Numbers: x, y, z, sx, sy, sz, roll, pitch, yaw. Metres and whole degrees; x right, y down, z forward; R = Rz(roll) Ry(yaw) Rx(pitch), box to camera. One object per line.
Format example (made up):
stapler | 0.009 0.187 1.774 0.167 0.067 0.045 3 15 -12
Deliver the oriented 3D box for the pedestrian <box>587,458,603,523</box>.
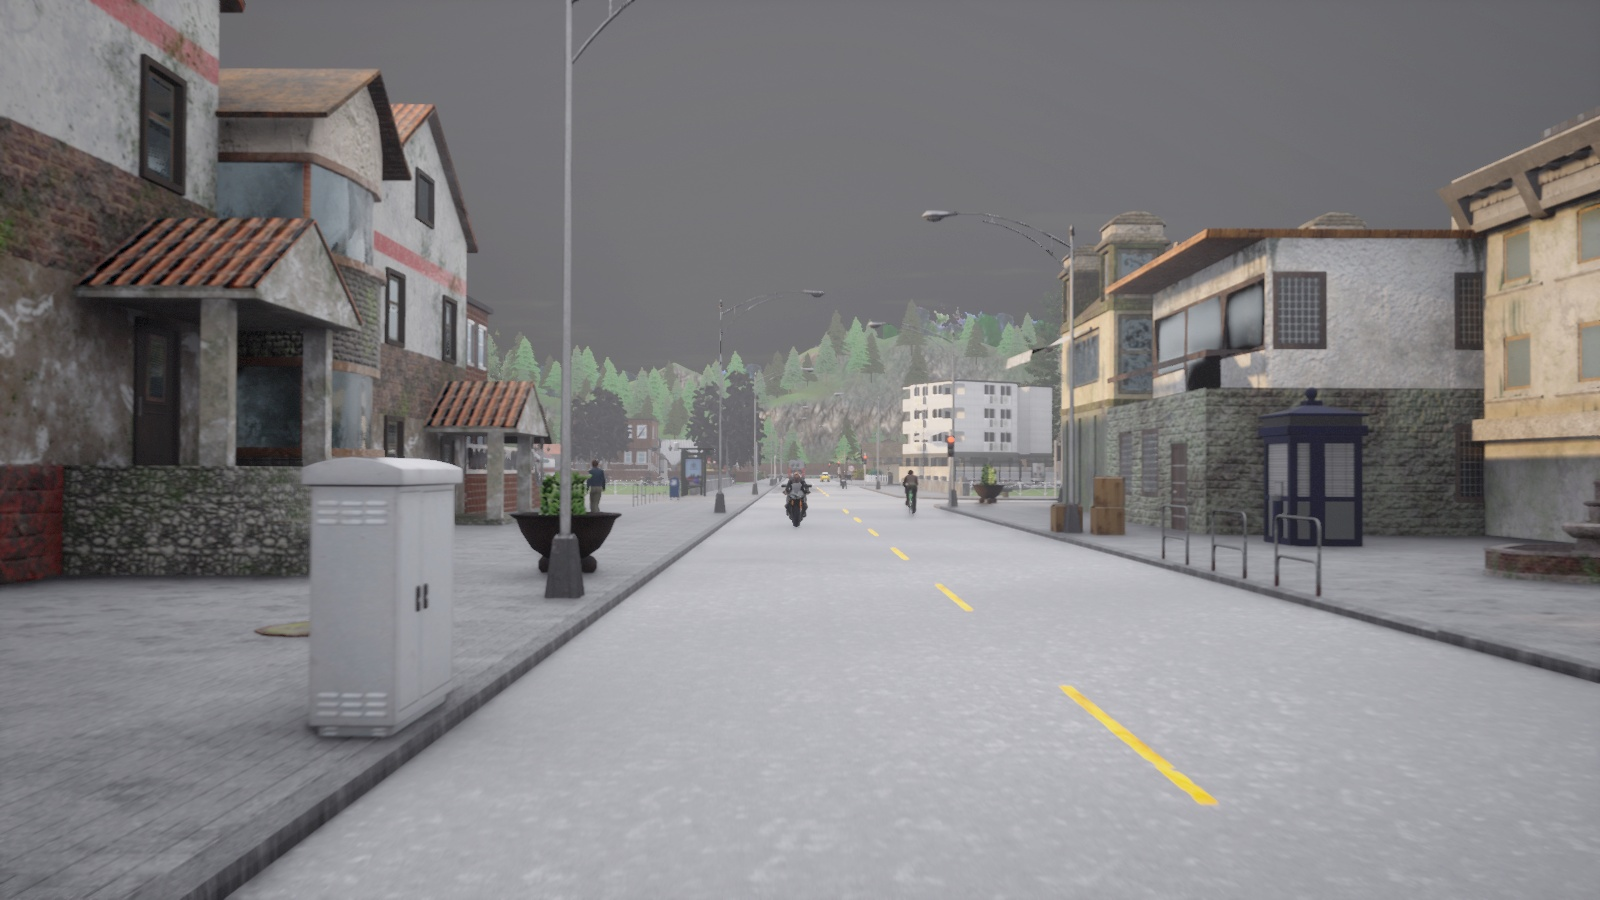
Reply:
pedestrian | -5.901 1.153 36.145 0.370 1.835 0.726 0 -1 -14

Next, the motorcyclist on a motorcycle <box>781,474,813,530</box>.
motorcyclist on a motorcycle | -0.087 1.446 35.599 0.866 1.530 2.191 0 -1 0
